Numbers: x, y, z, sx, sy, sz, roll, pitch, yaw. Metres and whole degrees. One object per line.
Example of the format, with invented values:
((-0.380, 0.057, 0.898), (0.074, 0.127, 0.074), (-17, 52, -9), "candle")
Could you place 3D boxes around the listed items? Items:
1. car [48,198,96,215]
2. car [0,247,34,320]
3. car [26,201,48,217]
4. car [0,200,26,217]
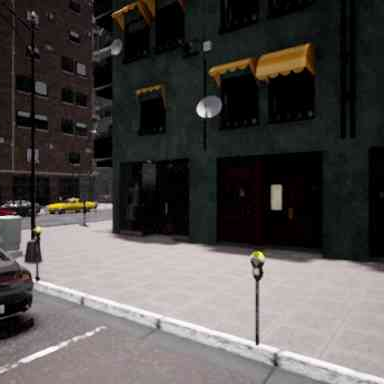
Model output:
((-11.142, 1.226, 30.678), (1.752, 1.417, 4.829), (1, 1, 35), "car")
((-4.699, 1.545, 6.234), (4.403, 1.369, 2.008), (0, 0, 36), "car")
((-14.237, 1.327, 26.256), (2.008, 1.369, 4.403), (1, 1, 35), "car")
((-12.247, 1.388, 18.815), (1.812, 1.442, 4.674), (-1, 1, 27), "car")
